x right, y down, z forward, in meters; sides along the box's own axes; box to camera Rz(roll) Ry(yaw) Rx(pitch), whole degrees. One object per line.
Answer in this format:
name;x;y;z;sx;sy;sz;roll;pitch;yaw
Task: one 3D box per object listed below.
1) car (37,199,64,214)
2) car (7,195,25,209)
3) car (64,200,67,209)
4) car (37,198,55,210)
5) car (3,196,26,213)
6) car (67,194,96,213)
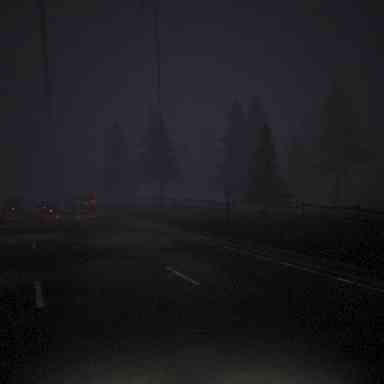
car;-15.166;1.601;35.471;1.895;1.301;4.718;0;0;-26
car;-24.640;1.352;46.793;2.097;1.767;4.553;0;0;-26
car;-16.575;1.526;46.114;1.812;1.442;4.674;0;0;-26
car;-19.031;1.564;43.322;1.994;1.385;4.181;0;0;-27
car;-20.074;1.505;37.518;1.837;1.490;4.892;0;0;-26
car;-12.312;1.221;37.457;2.150;2.045;5.566;0;0;-26
